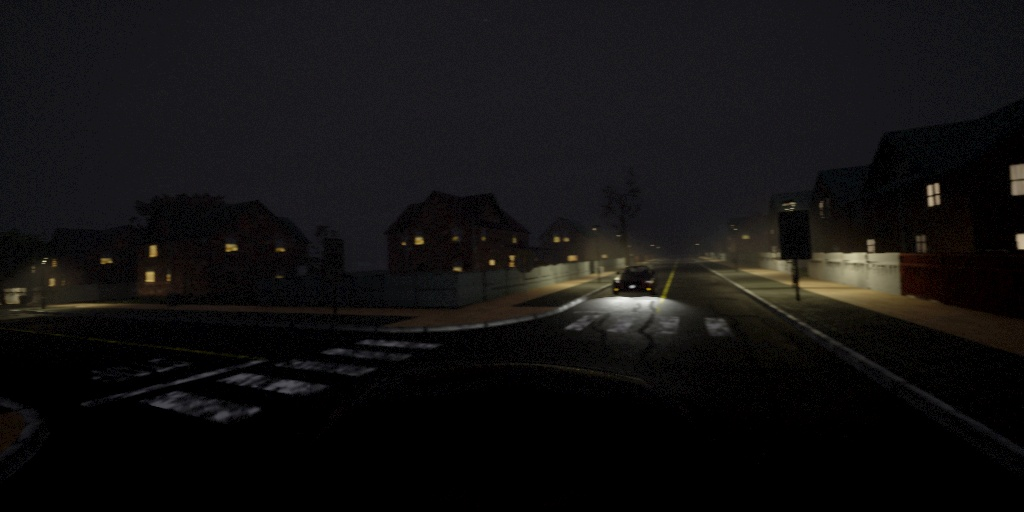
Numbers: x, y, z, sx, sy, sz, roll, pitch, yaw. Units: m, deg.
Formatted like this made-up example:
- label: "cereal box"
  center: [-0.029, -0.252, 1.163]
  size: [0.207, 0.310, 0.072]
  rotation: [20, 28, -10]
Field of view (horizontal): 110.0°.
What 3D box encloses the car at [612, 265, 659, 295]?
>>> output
- label: "car"
  center: [6.404, 1.198, 18.437]
  size: [1.994, 1.385, 4.181]
  rotation: [-3, 0, 25]
